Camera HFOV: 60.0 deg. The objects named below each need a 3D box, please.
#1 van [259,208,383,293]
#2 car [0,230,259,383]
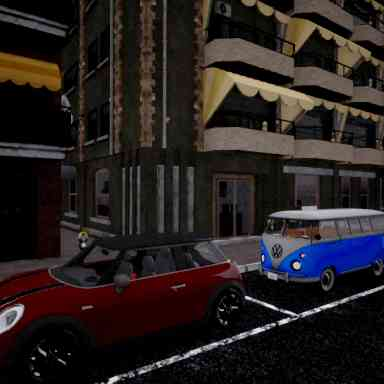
[{"bbox_3d":[3.494,1.343,8.582,3.998,1.788,1.690,0,0,-35],"label":"van"},{"bbox_3d":[-1.140,1.440,5.280,4.097,1.590,1.967,0,0,-35],"label":"car"}]
